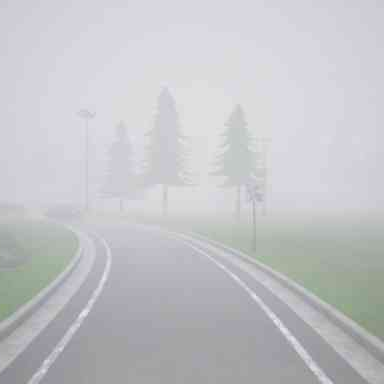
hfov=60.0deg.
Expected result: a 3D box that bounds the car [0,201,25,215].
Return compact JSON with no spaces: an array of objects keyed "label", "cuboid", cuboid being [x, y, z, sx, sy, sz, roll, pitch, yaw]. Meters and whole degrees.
[{"label":"car","cuboid":[-20.735,1.761,37.095,5.008,1.535,1.882,0,0,30]}]

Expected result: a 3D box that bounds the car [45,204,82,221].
[{"label":"car","cuboid":[-11.763,1.792,30.332,1.994,1.385,4.181,0,-1,-45]}]
